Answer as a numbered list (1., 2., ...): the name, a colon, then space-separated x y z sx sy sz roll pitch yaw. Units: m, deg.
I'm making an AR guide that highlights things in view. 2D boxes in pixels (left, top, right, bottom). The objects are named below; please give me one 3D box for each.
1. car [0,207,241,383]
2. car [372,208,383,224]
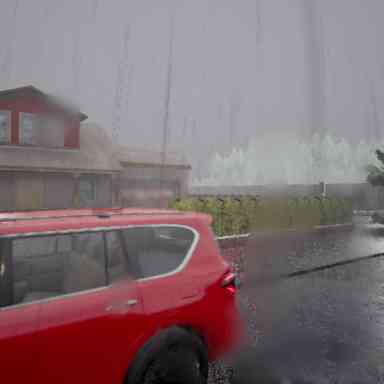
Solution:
1. car: -2.036 1.221 3.128 5.566 2.045 2.150 0 0 -35
2. car: 14.581 1.564 22.613 1.994 1.385 4.181 0 0 -29
